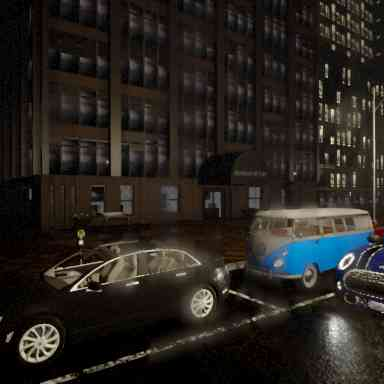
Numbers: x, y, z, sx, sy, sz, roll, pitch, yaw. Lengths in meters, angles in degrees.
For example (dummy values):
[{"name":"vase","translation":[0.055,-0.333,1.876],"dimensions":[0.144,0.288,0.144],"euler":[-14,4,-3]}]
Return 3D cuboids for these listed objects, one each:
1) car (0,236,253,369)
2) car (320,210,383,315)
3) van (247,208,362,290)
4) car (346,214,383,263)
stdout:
[{"name":"car","translation":[-1.309,1.551,5.625],"dimensions":[4.403,1.369,2.008],"euler":[0,0,-35]},{"name":"car","translation":[5.001,1.352,6.932],"dimensions":[4.553,1.767,2.097],"euler":[0,0,-35]},{"name":"van","translation":[3.190,1.341,8.827],"dimensions":[3.998,1.788,1.690],"euler":[0,0,-35]},{"name":"car","translation":[7.691,1.545,12.028],"dimensions":[4.507,1.381,1.887],"euler":[0,0,-35]}]
